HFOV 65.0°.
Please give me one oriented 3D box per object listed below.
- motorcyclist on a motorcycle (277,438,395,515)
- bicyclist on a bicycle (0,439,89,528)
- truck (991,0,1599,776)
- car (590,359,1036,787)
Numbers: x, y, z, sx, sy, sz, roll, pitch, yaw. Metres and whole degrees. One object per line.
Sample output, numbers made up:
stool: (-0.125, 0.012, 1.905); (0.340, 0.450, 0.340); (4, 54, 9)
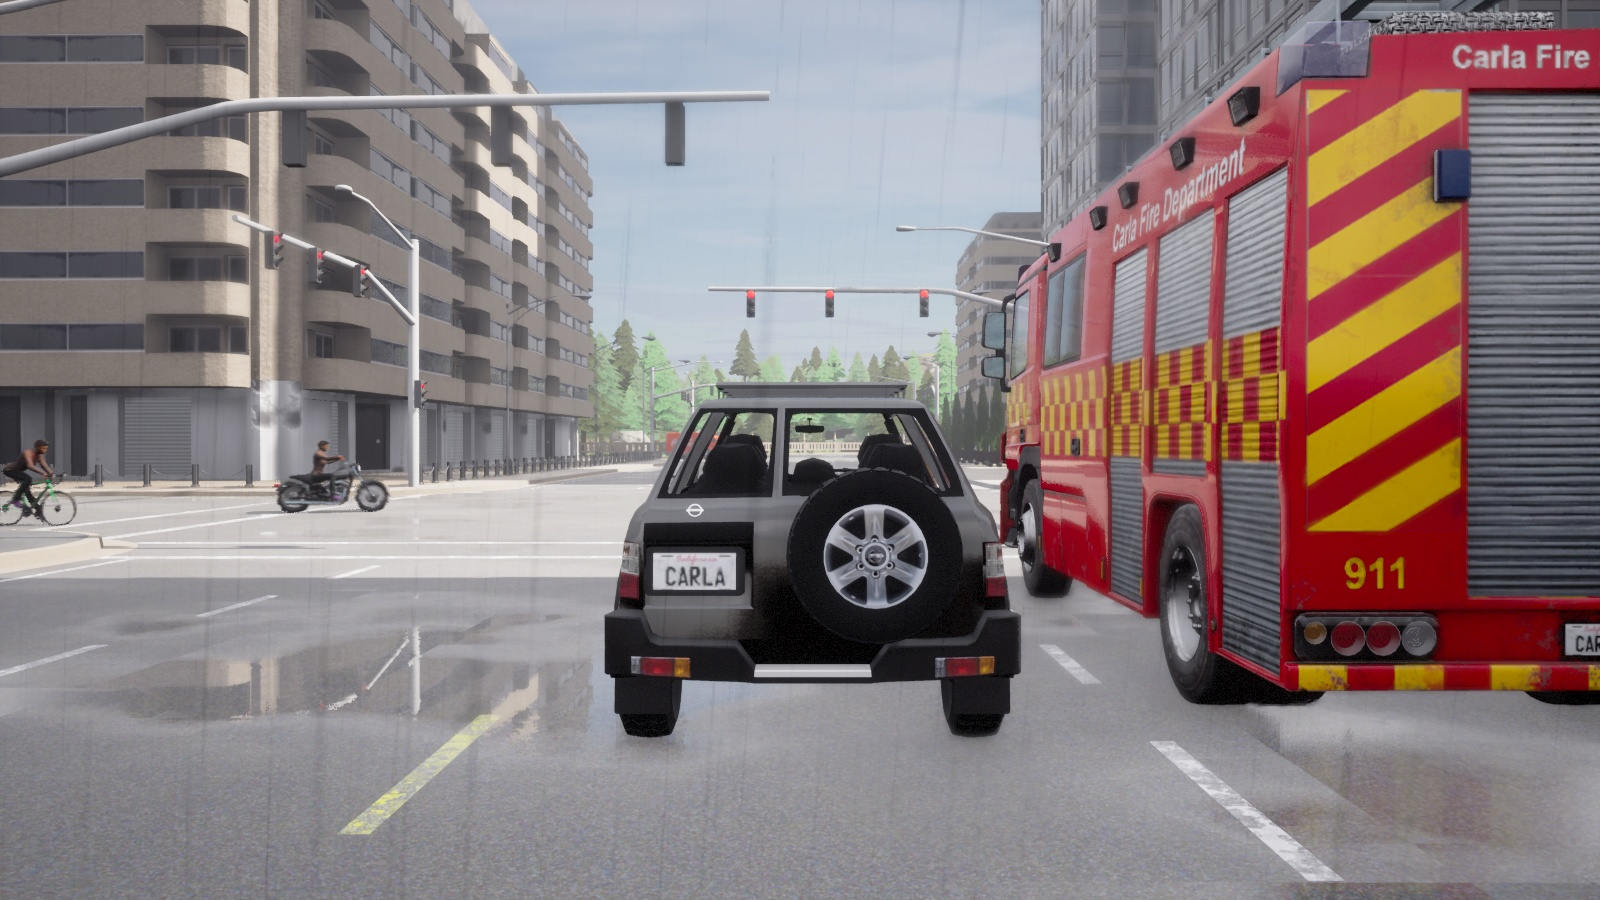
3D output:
motorcyclist on a motorcycle: (-10.127, 0.566, 27.486); (2.350, 1.649, 0.766); (0, -1, -12)
bicyclist on a bicycle: (-14.247, 0.611, 23.413); (1.656, 1.620, 0.582); (1, 0, 1)
truck: (3.573, -0.471, 9.880); (2.891, 3.827, 8.468); (0, 0, 0)
car: (0.061, 0.520, 7.741); (1.932, 1.855, 4.605); (0, 0, 0)
